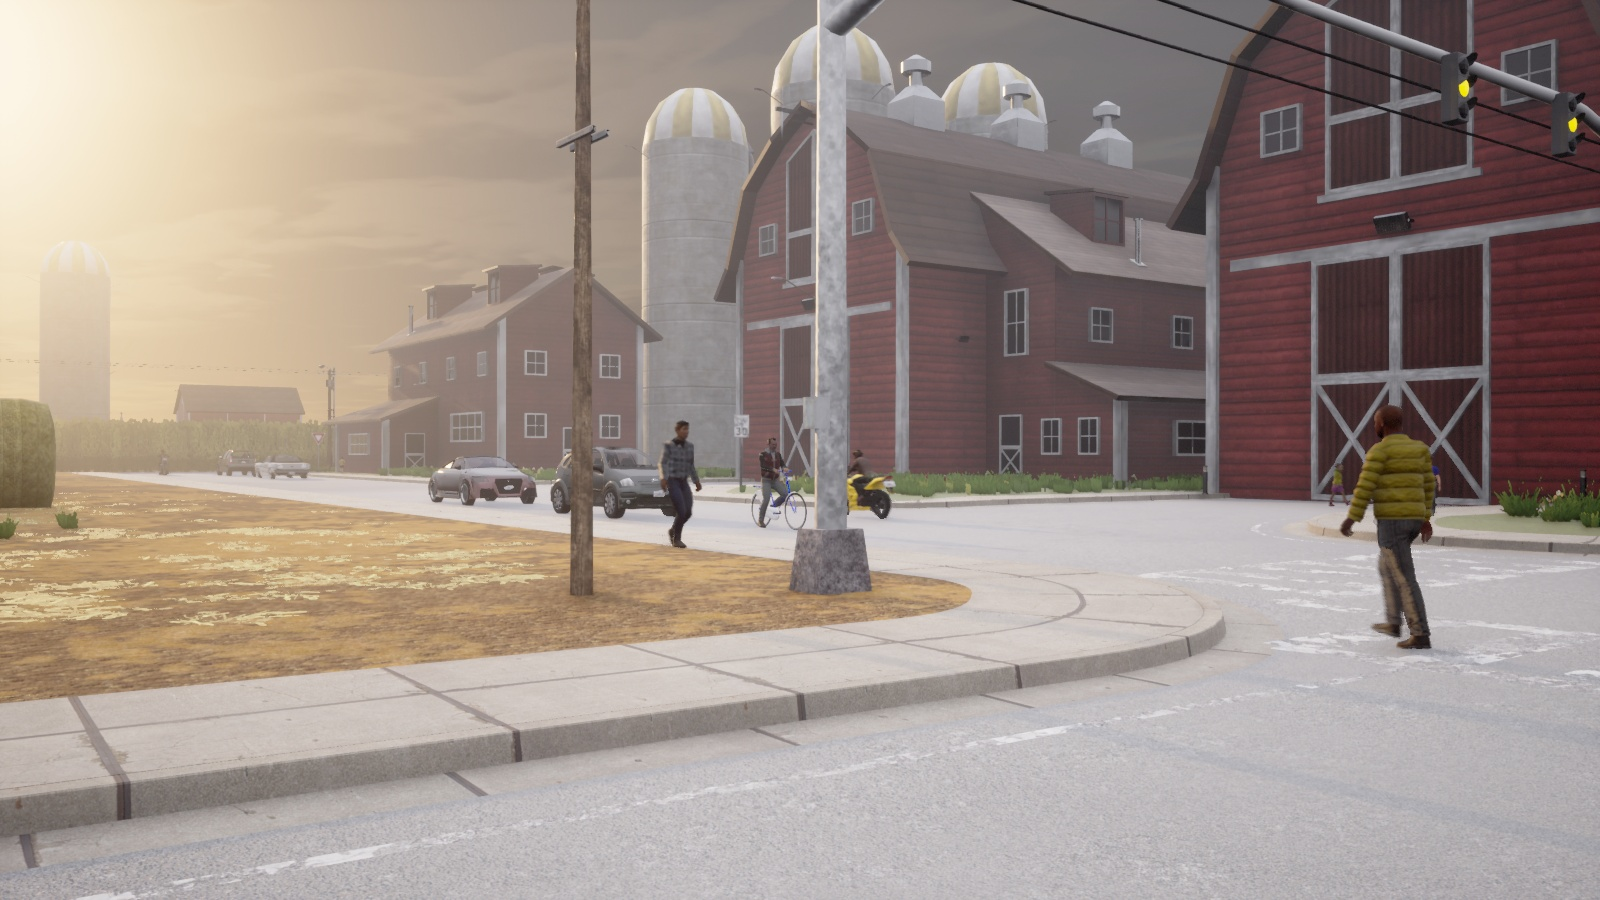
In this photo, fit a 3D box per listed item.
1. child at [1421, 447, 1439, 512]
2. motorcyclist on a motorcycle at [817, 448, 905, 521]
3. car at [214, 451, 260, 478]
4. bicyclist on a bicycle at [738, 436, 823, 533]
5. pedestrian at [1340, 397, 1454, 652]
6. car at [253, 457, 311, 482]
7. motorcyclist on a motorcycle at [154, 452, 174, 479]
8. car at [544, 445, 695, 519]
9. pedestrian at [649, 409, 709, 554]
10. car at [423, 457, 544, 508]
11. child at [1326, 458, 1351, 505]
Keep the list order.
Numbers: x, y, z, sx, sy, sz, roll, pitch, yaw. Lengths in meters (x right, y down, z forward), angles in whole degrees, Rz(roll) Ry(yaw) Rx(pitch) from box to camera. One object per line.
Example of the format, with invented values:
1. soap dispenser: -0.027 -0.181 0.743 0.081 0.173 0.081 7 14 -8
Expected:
1. child: 12.331 0.571 24.584 0.270 1.263 0.437 0 0 31
2. motorcyclist on a motorcycle: 1.316 0.744 27.628 0.797 1.523 2.044 -1 0 -36
3. car: -34.760 0.879 77.491 1.851 1.617 3.988 0 0 -36
4. bicyclist on a bicycle: -0.399 0.641 24.027 0.659 1.776 1.843 -1 0 -36
5. pedestrian: 4.469 0.538 9.426 0.370 1.835 0.726 0 0 -18
6. car: -28.370 1.047 68.659 1.895 1.301 4.718 0 0 -36
7. motorcyclist on a motorcycle: -39.605 0.944 78.188 0.766 1.649 2.350 0 0 -36
8. car: -4.279 0.697 29.392 1.851 1.617 3.988 0 0 -36
9. pedestrian: -1.669 0.426 17.309 0.423 1.949 0.788 0 0 -43
10. car: -9.154 0.890 36.138 1.994 1.385 4.181 0 0 -36
11. child: 13.460 0.790 31.389 0.299 1.160 0.473 0 0 -41
